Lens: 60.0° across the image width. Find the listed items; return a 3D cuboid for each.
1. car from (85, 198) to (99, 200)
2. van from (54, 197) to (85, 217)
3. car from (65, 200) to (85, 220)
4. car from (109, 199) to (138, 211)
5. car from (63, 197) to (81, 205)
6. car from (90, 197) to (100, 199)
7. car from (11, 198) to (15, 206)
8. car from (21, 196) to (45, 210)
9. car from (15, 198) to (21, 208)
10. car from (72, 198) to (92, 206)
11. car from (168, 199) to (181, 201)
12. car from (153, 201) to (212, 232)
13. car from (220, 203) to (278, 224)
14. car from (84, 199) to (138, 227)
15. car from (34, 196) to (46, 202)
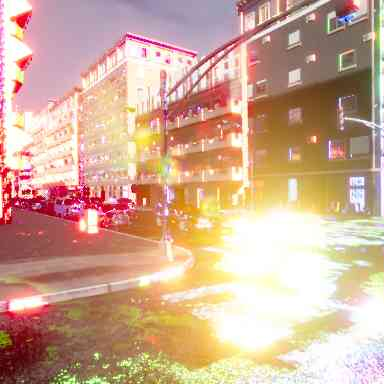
[{"bbox_3d":[-12.626,1.661,37.719,2.033,1.411,5.357,-1,0,-36],"label":"car"},{"bbox_3d":[-12.371,1.483,32.914,1.690,1.788,3.998,-1,1,-36],"label":"van"},{"bbox_3d":[-9.034,1.652,28.288,1.752,1.417,4.829,-1,1,-36],"label":"car"},{"bbox_3d":[-8.803,1.581,42.304,2.008,1.369,4.403,-1,1,-36],"label":"car"},{"bbox_3d":[-21.742,1.645,60.266,2.008,1.369,4.403,-1,1,-36],"label":"car"},{"bbox_3d":[-15.275,1.502,51.284,1.967,1.590,4.097,-1,1,-36],"label":"car"},{"bbox_3d":[-31.776,1.782,59.860,1.887,1.381,4.507,-1,1,-36],"label":"car"},{"bbox_3d":[-22.074,1.628,46.387,1.967,1.590,4.097,-1,1,-36],"label":"car"},{"bbox_3d":[-25.307,1.769,50.878,1.947,1.339,4.313,-1,1,-36],"label":"car"},{"bbox_3d":[-18.508,1.643,55.776,1.947,1.339,4.313,-1,1,-36],"label":"car"},{"bbox_3d":[-2.335,1.441,33.322,1.967,1.590,4.097,-1,1,-36],"label":"car"},{"bbox_3d":[-0.649,1.564,21.126,1.837,1.490,4.892,-1,0,-34],"label":"car"},{"bbox_3d":[4.036,1.498,24.480,1.752,1.417,4.829,-1,1,-36],"label":"car"},{"bbox_3d":[-5.900,1.553,23.935,1.967,1.590,4.097,-1,1,-36],"label":"car"},{"bbox_3d":[-37.916,1.728,82.719,1.887,1.381,4.507,-1,1,-36],"label":"car"}]
